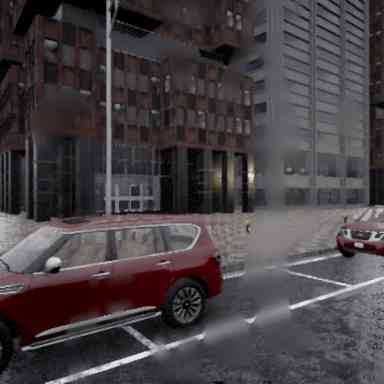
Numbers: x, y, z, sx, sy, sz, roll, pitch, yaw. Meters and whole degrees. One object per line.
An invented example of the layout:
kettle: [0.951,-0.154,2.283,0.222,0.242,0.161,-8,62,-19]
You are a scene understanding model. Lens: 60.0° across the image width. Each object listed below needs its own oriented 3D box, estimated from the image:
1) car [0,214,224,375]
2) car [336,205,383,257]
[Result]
car: [-1.718,1.339,5.440,5.009,1.841,2.192,0,-1,-36]
car: [7.362,1.393,12.135,5.009,1.841,2.192,0,-1,-36]
